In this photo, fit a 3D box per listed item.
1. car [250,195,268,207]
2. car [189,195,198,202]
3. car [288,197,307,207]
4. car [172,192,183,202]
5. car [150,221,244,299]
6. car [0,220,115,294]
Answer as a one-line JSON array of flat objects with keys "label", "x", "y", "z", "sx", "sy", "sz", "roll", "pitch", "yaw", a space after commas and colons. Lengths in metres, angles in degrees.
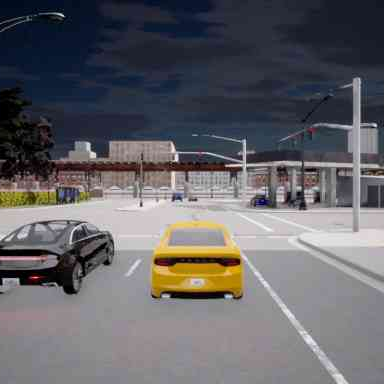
[{"label": "car", "x": 9.880, "y": 1.254, "z": 48.740, "sx": 2.242, "sy": 1.667, "sz": 4.611, "roll": 0, "pitch": 0, "yaw": 1}, {"label": "car", "x": 0.254, "y": 1.446, "z": 73.449, "sx": 1.994, "sy": 1.385, "sz": 4.181, "roll": 0, "pitch": 0, "yaw": 0}, {"label": "car", "x": 15.627, "y": 1.426, "z": 49.483, "sx": 1.970, "sy": 1.475, "sz": 3.806, "roll": 0, "pitch": 0, "yaw": 1}, {"label": "car", "x": -3.243, "y": 1.122, "z": 74.060, "sx": 2.150, "sy": 2.045, "sz": 5.566, "roll": 0, "pitch": 0, "yaw": 0}, {"label": "car", "x": 0.111, "y": 1.468, "z": 8.481, "sx": 1.882, "sy": 1.535, "sz": 5.008, "roll": 0, "pitch": 0, "yaw": 0}, {"label": "car", "x": -3.387, "y": 1.474, "z": 8.702, "sx": 2.128, "sy": 1.511, "sz": 4.902, "roll": 0, "pitch": 0, "yaw": 0}]
